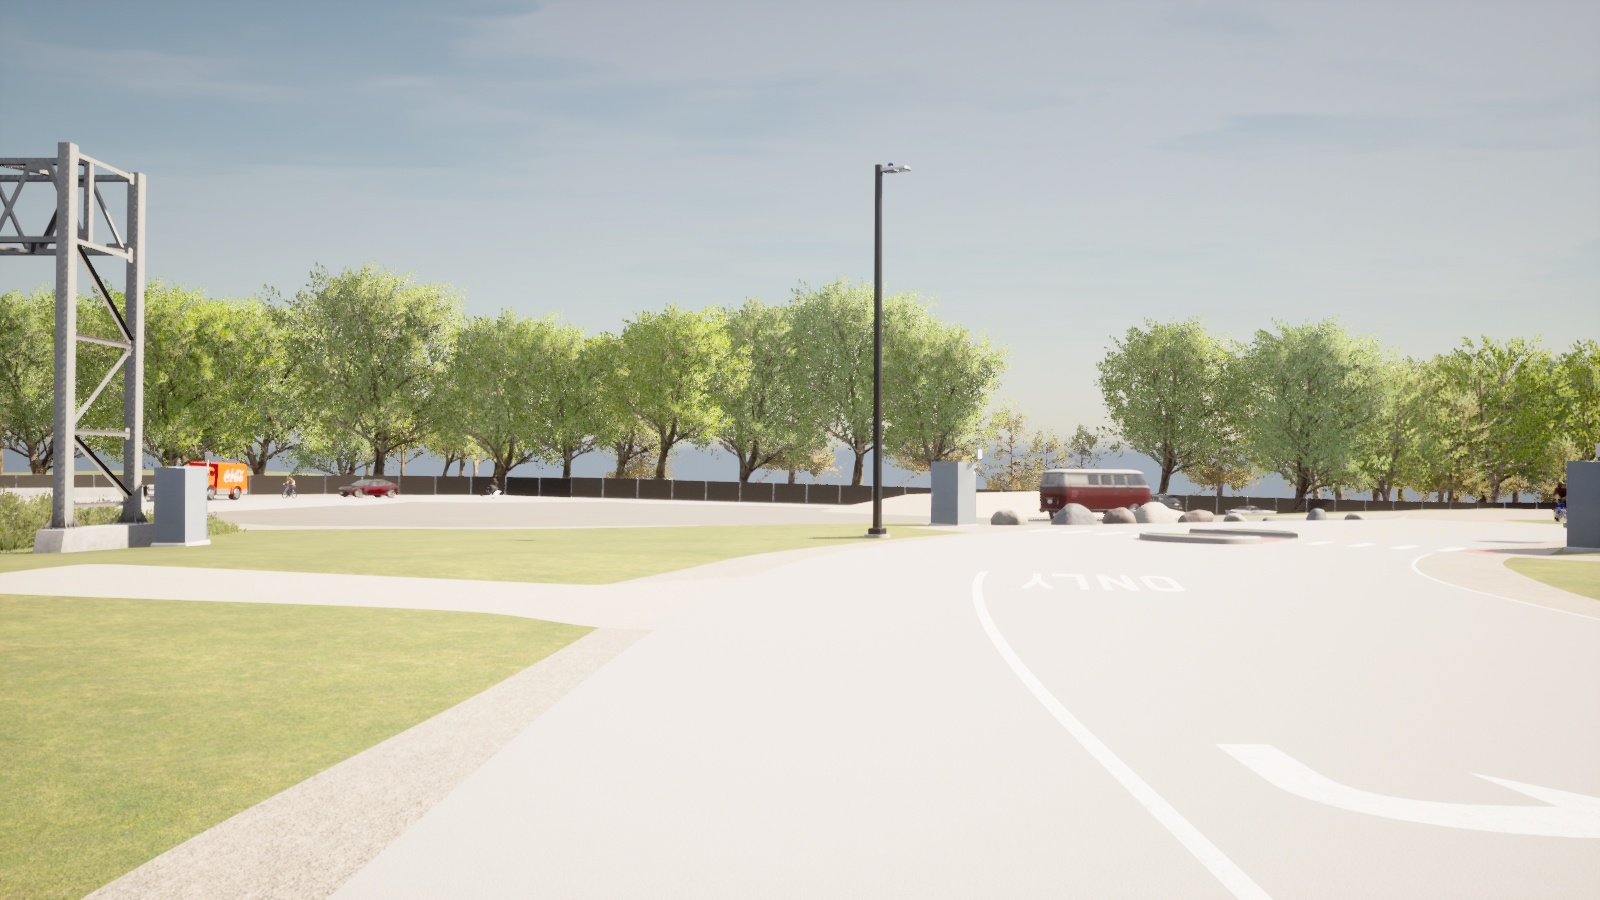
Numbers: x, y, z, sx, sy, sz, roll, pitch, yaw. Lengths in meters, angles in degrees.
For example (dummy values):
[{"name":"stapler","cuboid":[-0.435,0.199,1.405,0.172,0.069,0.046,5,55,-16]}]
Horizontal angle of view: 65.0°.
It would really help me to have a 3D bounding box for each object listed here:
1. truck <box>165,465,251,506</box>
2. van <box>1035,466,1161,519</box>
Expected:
[{"name":"truck","cuboid":[-38.886,2.342,82.623,2.627,2.467,5.204,2,-1,7]},{"name":"van","cuboid":[11.425,1.628,48.128,4.442,1.987,1.775,1,-2,-21]}]
